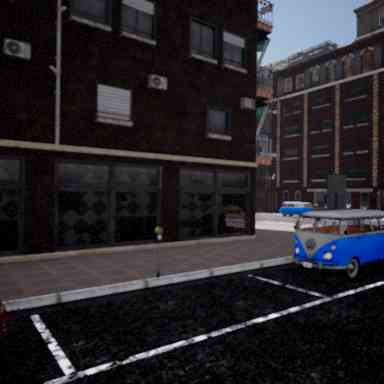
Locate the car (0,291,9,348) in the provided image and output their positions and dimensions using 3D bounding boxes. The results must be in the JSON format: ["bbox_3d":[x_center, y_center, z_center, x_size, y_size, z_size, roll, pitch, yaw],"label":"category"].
[{"bbox_3d":[-4.319,1.566,3.479,4.206,1.307,1.802,1,0,-35],"label":"car"}]

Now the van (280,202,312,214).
[{"bbox_3d":[12.365,2.104,39.535,1.690,1.788,3.998,0,-1,-36],"label":"van"}]

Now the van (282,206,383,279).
[{"bbox_3d":[4.798,1.445,10.107,3.998,1.788,1.690,1,0,-35],"label":"van"}]
